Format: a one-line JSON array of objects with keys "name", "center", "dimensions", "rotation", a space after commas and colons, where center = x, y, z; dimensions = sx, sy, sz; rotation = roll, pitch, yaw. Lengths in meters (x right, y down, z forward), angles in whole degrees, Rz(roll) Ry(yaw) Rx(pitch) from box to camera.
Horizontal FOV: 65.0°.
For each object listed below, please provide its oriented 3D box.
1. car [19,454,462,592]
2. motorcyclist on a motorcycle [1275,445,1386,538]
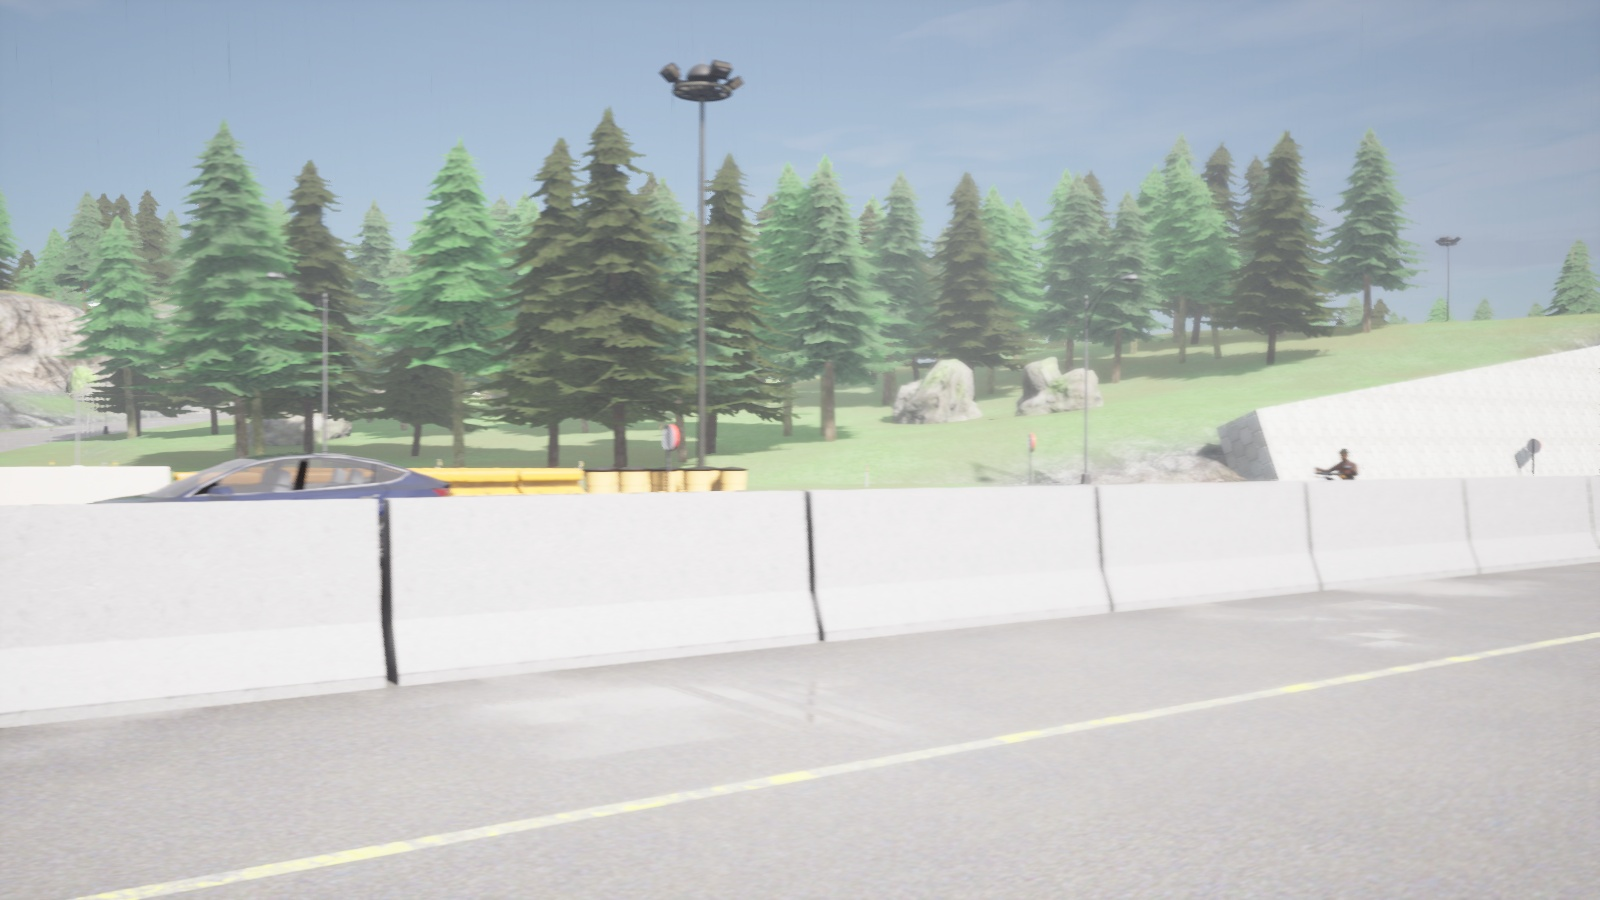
[{"name": "car", "center": [-6.981, 0.798, 15.857], "dimensions": [4.792, 1.488, 2.163], "rotation": [0, 0, -35]}, {"name": "motorcyclist on a motorcycle", "center": [9.871, 0.730, 23.322], "dimensions": [2.350, 1.649, 0.766], "rotation": [0, 0, -35]}]
